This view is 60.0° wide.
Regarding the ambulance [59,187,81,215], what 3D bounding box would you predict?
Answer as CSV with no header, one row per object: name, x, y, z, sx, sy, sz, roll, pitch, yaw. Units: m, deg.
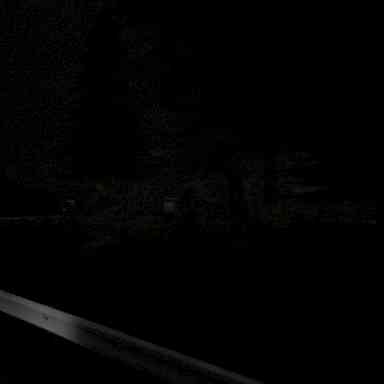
ambulance,-8.759,0.786,30.144,2.351,2.431,6.366,0,0,35
